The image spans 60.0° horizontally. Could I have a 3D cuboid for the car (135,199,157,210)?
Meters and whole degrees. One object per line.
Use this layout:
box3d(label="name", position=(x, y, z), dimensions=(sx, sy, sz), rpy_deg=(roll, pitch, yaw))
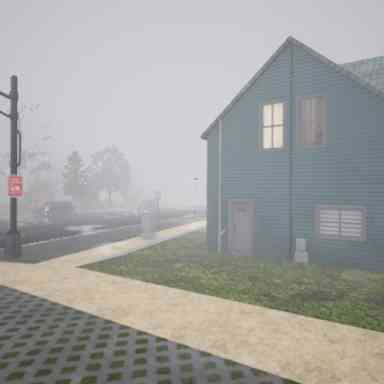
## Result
box3d(label="car", position=(-7.197, 1.959, 53.142), dimensions=(2.097, 1.767, 4.553), rpy_deg=(1, -1, 20))

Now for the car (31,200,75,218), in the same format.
box3d(label="car", position=(-14.025, 1.657, 33.778), dimensions=(2.097, 1.767, 4.553), rpy_deg=(1, -1, 18))
